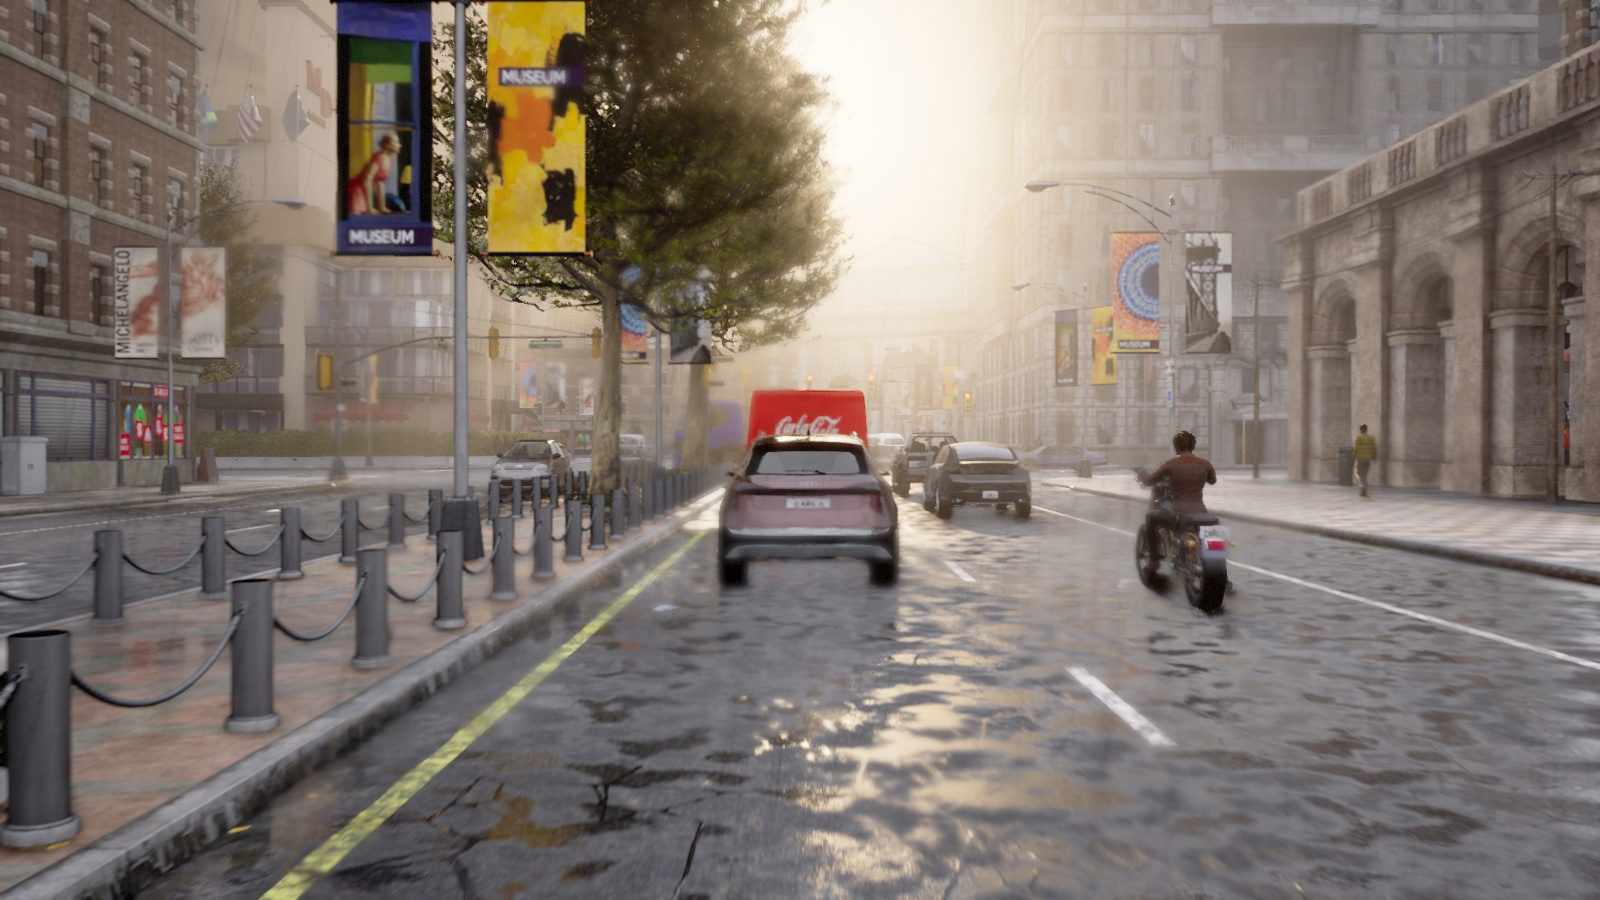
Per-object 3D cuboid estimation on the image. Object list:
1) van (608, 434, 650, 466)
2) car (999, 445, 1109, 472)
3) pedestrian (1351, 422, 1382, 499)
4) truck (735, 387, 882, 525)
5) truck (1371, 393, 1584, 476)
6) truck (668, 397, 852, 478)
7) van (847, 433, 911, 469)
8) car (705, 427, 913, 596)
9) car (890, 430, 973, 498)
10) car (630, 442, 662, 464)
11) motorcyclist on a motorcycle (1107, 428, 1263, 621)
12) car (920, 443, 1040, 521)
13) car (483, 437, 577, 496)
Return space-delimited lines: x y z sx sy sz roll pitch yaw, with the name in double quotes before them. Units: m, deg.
"van" -10.991 0.004 81.117 2.069 2.038 4.480 0 0 0
"car" 13.335 0.432 66.090 5.357 1.411 2.033 0 0 0
"pedestrian" 13.711 0.243 30.408 0.431 1.840 0.709 0 0 0
"truck" 0.159 0.111 25.128 2.627 2.467 5.204 0 0 0
"truck" 31.742 -0.726 59.078 8.468 3.827 2.891 0 0 0
"truck" -1.749 -0.558 56.949 7.936 3.462 2.891 0 0 -31
"van" 4.654 0.052 74.562 2.069 2.038 4.480 -1 0 -22
"car" 0.099 0.593 14.721 2.033 1.649 4.856 0 0 0
"car" 3.720 0.362 36.184 1.932 1.855 4.605 0 0 0
"car" -10.976 0.211 89.563 1.789 1.549 3.705 0 0 0
"motorcyclist on a motorcycle" 3.583 0.633 11.922 0.766 1.649 2.350 0 0 0
"car" 3.665 0.605 26.407 1.837 1.490 4.892 0 0 0
"car" -7.780 0.433 36.514 1.851 1.617 3.988 0 0 0
